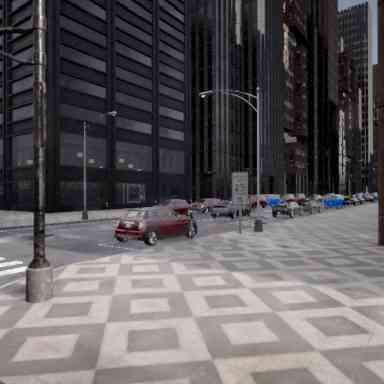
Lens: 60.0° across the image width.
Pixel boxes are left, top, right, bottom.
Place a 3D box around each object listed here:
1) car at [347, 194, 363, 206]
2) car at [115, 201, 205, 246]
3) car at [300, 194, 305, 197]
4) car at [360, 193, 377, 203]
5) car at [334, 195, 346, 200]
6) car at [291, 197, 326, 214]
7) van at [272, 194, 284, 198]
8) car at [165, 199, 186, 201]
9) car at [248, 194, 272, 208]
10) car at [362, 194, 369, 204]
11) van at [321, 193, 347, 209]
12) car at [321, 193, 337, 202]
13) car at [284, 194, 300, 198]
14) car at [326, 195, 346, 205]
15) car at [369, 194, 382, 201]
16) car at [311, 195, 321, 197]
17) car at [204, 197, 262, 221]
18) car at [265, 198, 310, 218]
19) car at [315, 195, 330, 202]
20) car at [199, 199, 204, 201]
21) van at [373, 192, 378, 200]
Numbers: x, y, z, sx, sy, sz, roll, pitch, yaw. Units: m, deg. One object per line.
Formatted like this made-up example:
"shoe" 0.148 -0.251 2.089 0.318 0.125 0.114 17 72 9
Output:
"car" 24.726 1.419 51.633 1.947 1.339 4.313 0 0 36
"car" -1.469 1.393 15.200 1.967 1.590 4.097 0 0 36
"car" 17.794 1.199 56.596 2.192 1.841 5.009 0 0 36
"car" 34.550 1.369 65.295 1.887 1.381 4.507 0 0 36
"car" 37.443 1.396 83.923 1.947 1.339 4.313 0 0 36
"car" 11.629 1.465 33.416 1.947 1.339 4.313 0 0 36
"van" 11.245 1.247 47.487 1.690 1.788 3.998 0 0 36
"car" -1.853 1.396 29.270 1.967 1.590 4.097 0 0 36
"car" 7.971 1.232 42.933 2.192 1.841 5.009 0 0 36
"car" 28.001 1.409 56.187 1.947 1.339 4.313 0 0 36
"van" 18.177 1.216 42.524 1.690 1.788 3.998 0 0 36
"car" 30.893 1.161 74.814 2.192 1.841 5.009 0 0 36
"car" 14.520 1.210 52.042 2.192 1.841 5.009 0 0 36
"car" 23.828 1.337 54.945 1.882 1.535 5.008 0 0 35
"car" 41.098 1.247 74.403 1.967 1.590 4.097 0 0 36
"car" 24.344 1.305 65.705 1.967 1.590 4.097 0 0 36
"car" 3.322 1.424 26.429 2.128 1.511 4.902 0 0 36
"car" 8.355 1.463 28.862 2.008 1.369 4.403 0 0 36
"car" 27.619 1.406 70.260 2.008 1.369 4.403 0 0 36
"car" 1.422 1.383 33.824 1.967 1.590 4.097 0 0 36
"van" 37.823 1.157 69.849 1.690 1.788 3.998 0 0 36
